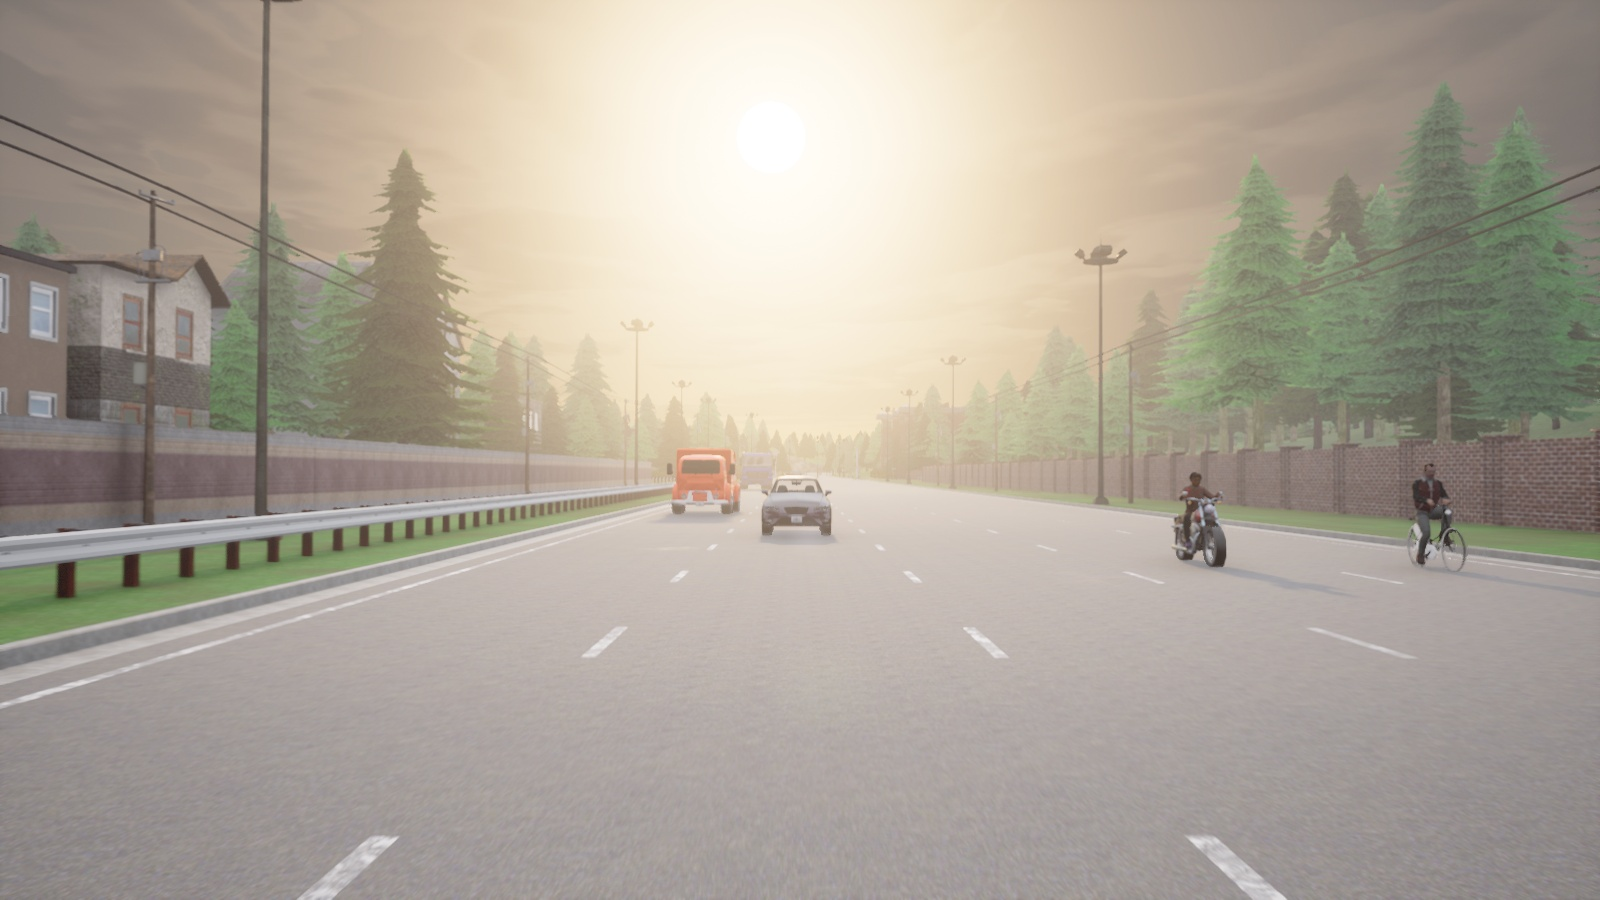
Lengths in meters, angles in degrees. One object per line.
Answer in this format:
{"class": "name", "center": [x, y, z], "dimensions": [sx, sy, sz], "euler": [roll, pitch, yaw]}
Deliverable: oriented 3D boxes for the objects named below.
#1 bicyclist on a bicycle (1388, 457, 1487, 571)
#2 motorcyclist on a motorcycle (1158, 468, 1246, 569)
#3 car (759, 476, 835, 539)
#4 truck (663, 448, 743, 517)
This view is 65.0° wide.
{"class": "bicyclist on a bicycle", "center": [10.449, 1.026, 20.651], "dimensions": [0.659, 1.776, 1.843], "euler": [0, -1, 0]}
{"class": "motorcyclist on a motorcycle", "center": [6.948, 1.142, 21.842], "dimensions": [0.766, 1.649, 2.350], "euler": [0, -1, 0]}
{"class": "car", "center": [-0.078, 1.424, 32.163], "dimensions": [1.816, 1.474, 4.193], "euler": [0, -1, 0]}
{"class": "truck", "center": [-3.617, 1.226, 47.834], "dimensions": [2.627, 2.467, 5.204], "euler": [0, -1, 0]}
